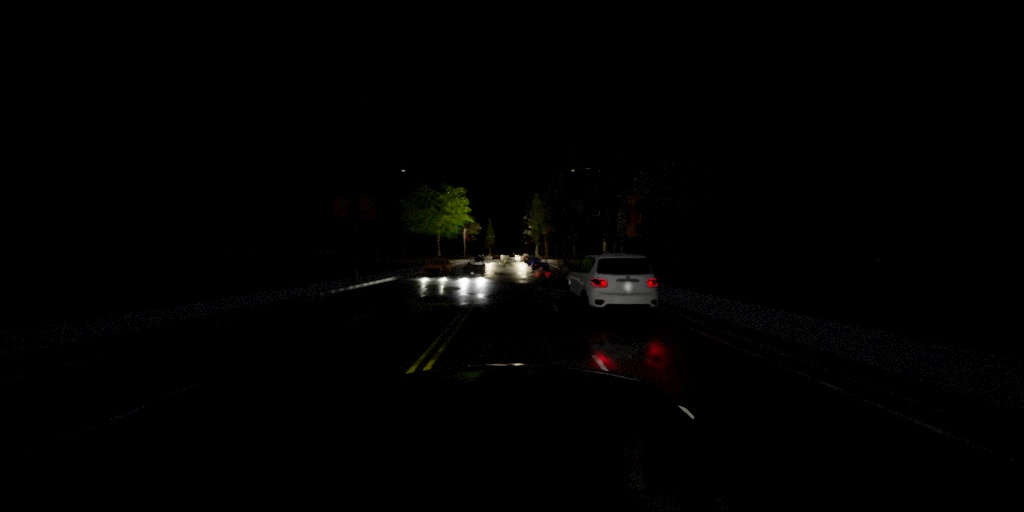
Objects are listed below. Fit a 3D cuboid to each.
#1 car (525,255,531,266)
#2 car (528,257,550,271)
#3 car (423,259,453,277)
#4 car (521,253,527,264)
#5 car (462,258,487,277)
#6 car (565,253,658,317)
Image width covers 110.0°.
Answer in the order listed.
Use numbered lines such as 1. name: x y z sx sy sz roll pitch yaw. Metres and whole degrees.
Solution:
1. car: 3.252 0.839 52.888 1.812 1.442 4.674 0 1 0
2. car: 3.252 1.025 41.920 1.895 1.301 4.718 0 1 0
3. car: -6.585 0.996 32.345 1.882 1.535 5.008 0 1 0
4. car: 3.253 0.679 63.914 2.163 1.488 4.792 0 1 0
5. car: -3.334 1.119 32.355 1.895 1.301 4.718 0 1 0
6. car: 3.350 0.924 13.031 2.150 2.045 5.566 0 0 0
